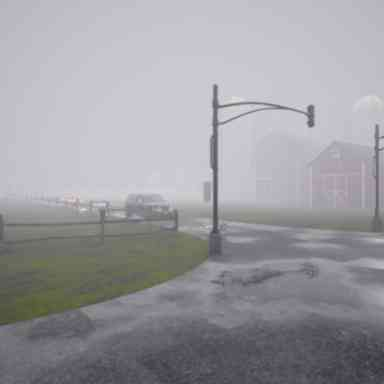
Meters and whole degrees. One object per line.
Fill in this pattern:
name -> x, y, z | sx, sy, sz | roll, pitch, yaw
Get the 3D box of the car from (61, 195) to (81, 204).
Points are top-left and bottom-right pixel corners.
car -> -19.205, 1.168, 52.646 | 1.994, 1.385, 4.181 | 0, 1, -35

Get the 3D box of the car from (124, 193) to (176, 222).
car -> -3.346, 1.121, 25.663 | 2.150, 2.045, 5.566 | 0, 1, -34

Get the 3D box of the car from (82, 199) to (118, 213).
car -> -9.178, 1.408, 33.707 | 1.895, 1.301, 4.718 | 0, 1, -36

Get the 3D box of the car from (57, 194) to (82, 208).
car -> -15.053, 1.189, 41.870 | 1.882, 1.535, 5.008 | 0, 1, -35

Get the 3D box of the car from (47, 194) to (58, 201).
car -> -25.055, 1.051, 60.798 | 2.033, 1.411, 5.357 | 0, 1, -36
